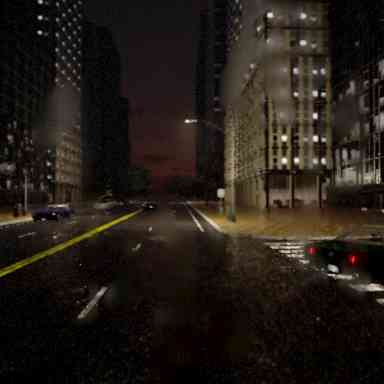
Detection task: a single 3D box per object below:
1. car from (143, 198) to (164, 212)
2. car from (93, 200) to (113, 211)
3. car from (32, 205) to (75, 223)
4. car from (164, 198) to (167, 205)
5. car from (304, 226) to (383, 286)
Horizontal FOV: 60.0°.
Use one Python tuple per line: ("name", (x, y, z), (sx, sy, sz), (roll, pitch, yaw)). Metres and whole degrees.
("car", (-5.057, 1.803, 42.461), (1.994, 1.385, 4.181), (0, 0, -2))
("car", (-11.829, 1.754, 44.478), (1.812, 1.442, 4.674), (0, 0, -2))
("car", (-11.091, 1.730, 26.869), (1.895, 1.301, 4.718), (0, 0, -2))
("car", (-6.095, 1.925, 66.639), (2.033, 1.411, 5.357), (0, 0, -2))
("car", (5.444, 1.550, 8.805), (4.718, 1.301, 1.895), (0, -2, -22))
